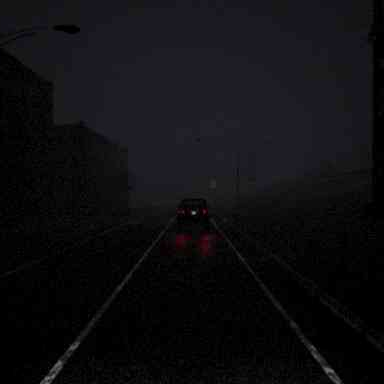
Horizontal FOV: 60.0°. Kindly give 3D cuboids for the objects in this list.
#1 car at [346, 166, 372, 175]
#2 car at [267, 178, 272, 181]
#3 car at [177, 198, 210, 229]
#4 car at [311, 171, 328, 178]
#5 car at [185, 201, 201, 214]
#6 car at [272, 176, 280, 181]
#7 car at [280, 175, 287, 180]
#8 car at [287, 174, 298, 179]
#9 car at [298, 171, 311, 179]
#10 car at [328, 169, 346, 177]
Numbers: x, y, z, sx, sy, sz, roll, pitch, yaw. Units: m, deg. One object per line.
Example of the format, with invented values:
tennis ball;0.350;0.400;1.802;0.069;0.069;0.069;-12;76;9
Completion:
car;25.055;-2.933;47.762;2.231;1.521;4.892;0;1;-9
car;21.756;-3.271;86.395;2.231;1.521;4.892;0;0;-1
car;0.107;1.426;23.394;2.150;2.045;5.566;0;-1;0
car;23.551;-3.009;58.598;2.163;1.488;4.792;0;1;-6
car;0.113;1.888;41.578;1.812;1.442;4.674;0;-1;0
car;21.883;-3.242;80.877;2.231;1.521;4.892;0;0;-1
car;22.115;-3.155;75.334;2.002;1.452;4.674;0;1;-2
car;22.465;-3.144;69.796;2.097;1.535;5.008;0;1;-4
car;22.932;-3.217;64.291;2.185;1.767;4.553;0;1;-5
car;24.251;-2.947;53.123;2.002;1.452;4.674;0;1;-7
